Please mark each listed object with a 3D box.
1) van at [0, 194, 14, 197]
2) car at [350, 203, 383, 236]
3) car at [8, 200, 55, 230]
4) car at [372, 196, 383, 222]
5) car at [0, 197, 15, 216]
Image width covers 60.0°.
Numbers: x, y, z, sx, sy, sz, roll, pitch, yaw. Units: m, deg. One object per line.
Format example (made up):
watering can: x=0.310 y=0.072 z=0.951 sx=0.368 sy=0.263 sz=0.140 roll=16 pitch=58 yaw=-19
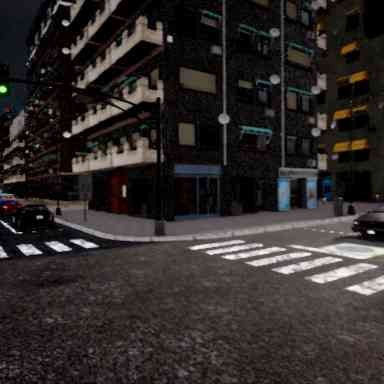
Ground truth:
van: x=-18.840 y=1.057 z=33.410 sx=1.690 sy=1.788 sz=3.998 roll=-1 pitch=1 yaw=-35
car: x=9.137 y=1.102 z=14.398 sx=5.357 sy=1.411 sz=2.033 roll=-2 pitch=1 yaw=-34
car: x=-9.395 y=1.389 z=19.693 sx=1.947 sy=1.339 sz=4.313 roll=-1 pitch=1 yaw=-35
car: x=12.954 y=0.908 z=19.946 sx=4.829 sy=1.417 sz=1.752 roll=-2 pitch=2 yaw=-34
car: x=-15.690 y=1.334 z=28.840 sx=1.802 sy=1.307 sz=4.206 roll=-1 pitch=1 yaw=-35
